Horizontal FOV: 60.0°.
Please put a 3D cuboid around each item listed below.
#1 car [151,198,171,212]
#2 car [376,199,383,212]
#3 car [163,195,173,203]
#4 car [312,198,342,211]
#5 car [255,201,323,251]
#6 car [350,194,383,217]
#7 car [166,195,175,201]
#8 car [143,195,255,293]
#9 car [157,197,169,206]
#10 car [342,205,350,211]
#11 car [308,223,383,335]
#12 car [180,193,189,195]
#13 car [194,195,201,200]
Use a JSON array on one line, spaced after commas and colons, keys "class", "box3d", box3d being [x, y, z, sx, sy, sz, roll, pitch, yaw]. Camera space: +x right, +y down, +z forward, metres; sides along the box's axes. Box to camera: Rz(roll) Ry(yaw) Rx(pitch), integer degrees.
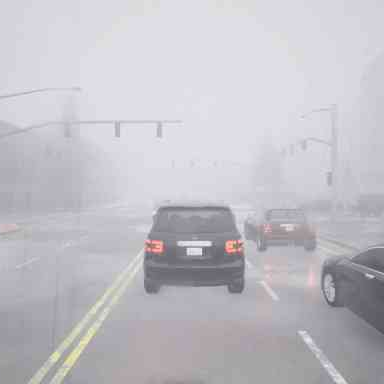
[{"class": "car", "box3d": [-3.792, 1.477, 40.297, 1.882, 1.535, 5.008, 0, 0, -11]}, {"class": "car", "box3d": [24.176, 1.547, 37.824, 5.357, 1.411, 2.033, 0, 0, -1]}, {"class": "car", "box3d": [-5.024, 1.477, 69.098, 1.882, 1.535, 5.008, 0, 0, -1]}, {"class": "car", "box3d": [14.438, 1.505, 37.562, 4.892, 1.490, 1.837, 0, 0, -2]}, {"class": "car", "box3d": [3.535, 1.352, 14.162, 2.097, 1.767, 4.553, 0, 0, 0]}, {"class": "car", "box3d": [17.977, 1.221, 30.417, 5.566, 2.045, 2.150, 0, 0, -1]}, {"class": "car", "box3d": [-5.335, 1.481, 82.030, 1.994, 1.385, 4.181, 0, 0, -1]}, {"class": "car", "box3d": [0.054, 1.221, 8.984, 2.150, 2.045, 5.566, 0, 0, 0]}, {"class": "car", "box3d": [-4.787, 1.525, 55.674, 1.812, 1.442, 4.674, 0, 0, -1]}, {"class": "car", "box3d": [18.487, 1.601, 34.169, 4.718, 1.301, 1.895, 0, 0, -2]}, {"class": "car", "box3d": [3.607, 1.505, 5.081, 1.837, 1.490, 4.892, 0, 0, 0]}, {"class": "car", "box3d": [-1.790, 1.496, 80.218, 1.837, 1.490, 4.892, 0, 0, -1]}, {"class": "car", "box3d": [1.467, 1.552, 90.364, 1.994, 1.385, 4.181, 0, 0, -1]}]
